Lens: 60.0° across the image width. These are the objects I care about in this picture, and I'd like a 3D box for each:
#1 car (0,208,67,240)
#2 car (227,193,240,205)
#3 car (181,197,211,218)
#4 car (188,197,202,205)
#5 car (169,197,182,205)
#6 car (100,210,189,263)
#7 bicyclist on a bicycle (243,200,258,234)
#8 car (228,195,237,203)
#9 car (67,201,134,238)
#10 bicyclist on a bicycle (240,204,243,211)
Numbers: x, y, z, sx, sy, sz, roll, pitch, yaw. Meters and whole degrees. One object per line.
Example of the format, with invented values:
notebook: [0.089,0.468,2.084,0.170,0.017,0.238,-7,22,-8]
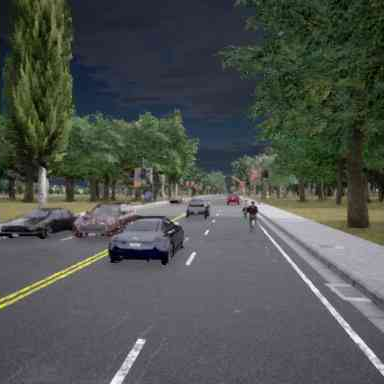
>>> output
car: [-7.573,1.546,17.496,2.033,1.411,5.357,0,0,7]
car: [7.474,1.223,60.153,2.150,2.045,5.566,0,0,7]
car: [0.641,1.491,29.917,2.128,1.511,4.902,0,0,7]
car: [0.531,1.602,58.286,1.895,1.301,4.718,0,0,7]
car: [-2.746,1.601,58.255,1.895,1.301,4.718,0,0,7]
car: [-1.471,1.563,12.021,1.994,1.385,4.181,0,0,7]
bicyclist on a bicycle: [3.358,1.370,18.444,0.659,1.776,1.843,0,0,7]
car: [8.975,1.483,73.701,1.882,1.535,5.008,0,0,7]
car: [-4.313,1.351,17.382,2.097,1.767,4.553,0,0,7]
bicyclist on a bicycle: [4.484,1.436,27.823,0.866,1.612,1.509,0,0,6]
